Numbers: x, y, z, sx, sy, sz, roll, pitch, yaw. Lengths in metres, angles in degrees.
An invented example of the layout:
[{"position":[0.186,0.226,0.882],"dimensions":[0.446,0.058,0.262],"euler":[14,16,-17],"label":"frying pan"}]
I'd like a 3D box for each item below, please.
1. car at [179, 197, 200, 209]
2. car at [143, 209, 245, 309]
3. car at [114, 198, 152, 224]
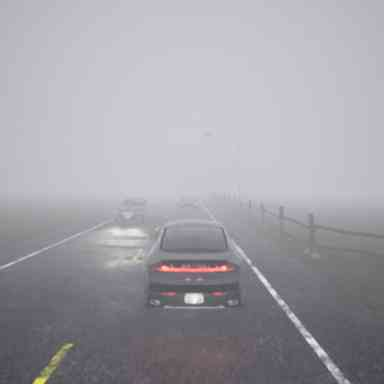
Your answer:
[{"position":[-0.235,1.097,31.607],"dimensions":[1.895,1.301,4.718],"euler":[0,1,-1],"label":"car"},{"position":[0.042,1.385,7.629],"dimensions":[1.837,1.490,4.892],"euler":[0,1,0],"label":"car"},{"position":[-3.770,1.148,21.769],"dimensions":[2.128,1.511,4.902],"euler":[0,1,-1],"label":"car"}]
